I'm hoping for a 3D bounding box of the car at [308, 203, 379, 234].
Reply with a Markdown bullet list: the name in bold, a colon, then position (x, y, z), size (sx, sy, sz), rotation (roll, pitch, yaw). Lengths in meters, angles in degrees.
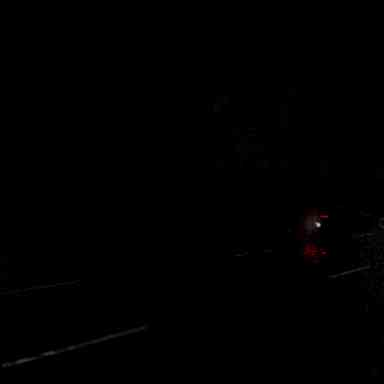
- **car**: position (8.405, 1.377, 18.338), size (4.892, 1.490, 1.837), rotation (-1, 1, -36)
